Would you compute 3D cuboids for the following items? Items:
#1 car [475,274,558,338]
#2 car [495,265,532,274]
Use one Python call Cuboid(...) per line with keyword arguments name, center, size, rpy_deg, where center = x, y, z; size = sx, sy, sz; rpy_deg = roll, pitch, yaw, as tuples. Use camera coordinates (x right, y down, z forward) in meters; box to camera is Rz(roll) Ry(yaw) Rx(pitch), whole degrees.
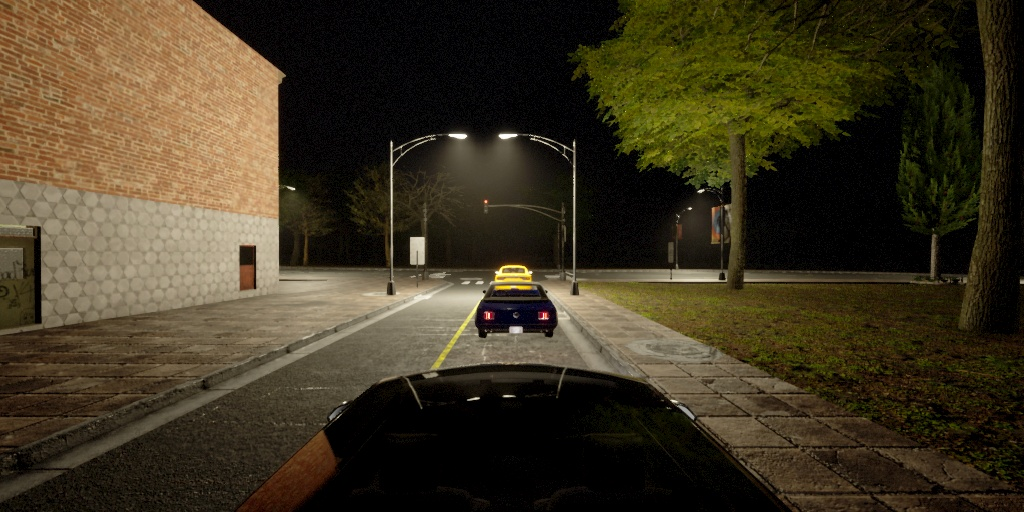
Cuboid(name="car", center=(0.094, 1.356, 10.174), size=(1.895, 1.301, 4.718), rpy_deg=(0, 0, 0))
Cuboid(name="car", center=(0.091, 1.255, 19.519), size=(1.882, 1.535, 5.008), rpy_deg=(0, 0, 1))
